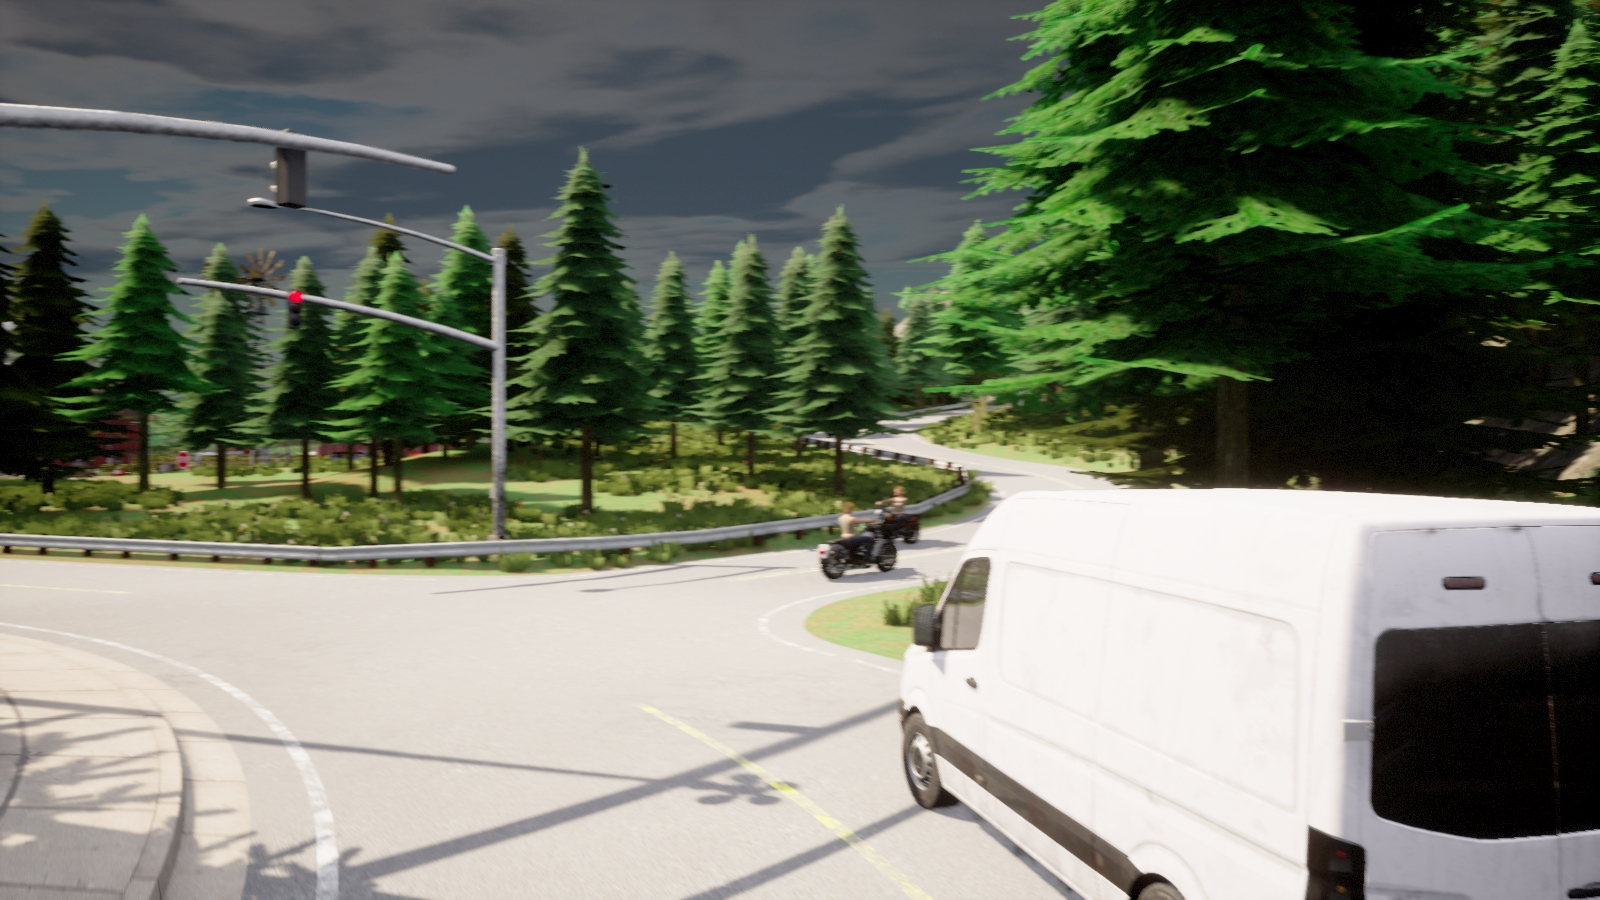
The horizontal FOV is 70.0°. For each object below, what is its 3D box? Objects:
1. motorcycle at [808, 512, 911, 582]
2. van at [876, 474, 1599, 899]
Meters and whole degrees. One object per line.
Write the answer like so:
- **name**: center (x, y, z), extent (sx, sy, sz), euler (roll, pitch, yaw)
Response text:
- **motorcycle**: center (1.318, 2.072, 24.886), extent (2.356, 1.307, 0.764), euler (-2, 0, -42)
- **van**: center (2.300, 1.501, 7.332), extent (1.988, 2.561, 5.915), euler (0, 0, -13)
